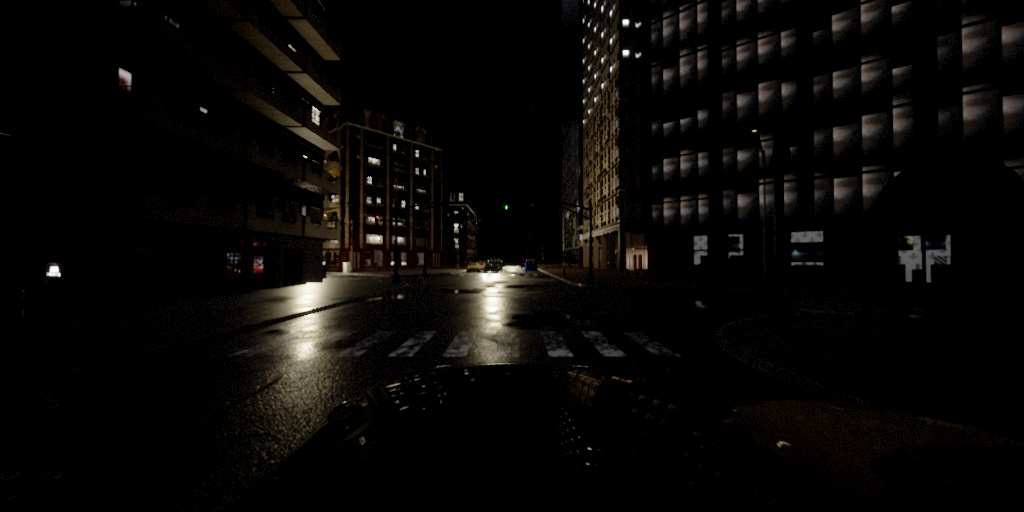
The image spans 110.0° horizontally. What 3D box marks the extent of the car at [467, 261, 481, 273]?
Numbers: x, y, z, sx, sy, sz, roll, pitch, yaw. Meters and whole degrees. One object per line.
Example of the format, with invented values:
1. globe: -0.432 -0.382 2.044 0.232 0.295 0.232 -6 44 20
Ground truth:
1. car: -5.269 1.565 49.682 1.751 1.417 4.829 0 0 0

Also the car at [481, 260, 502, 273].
1. car: -2.803 1.634 49.009 1.895 1.301 4.718 0 0 0

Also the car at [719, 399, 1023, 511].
1. car: 2.563 1.271 1.021 1.751 1.417 4.829 0 0 0

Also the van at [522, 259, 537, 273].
1. van: 2.611 1.380 49.843 1.690 1.789 3.998 0 0 0

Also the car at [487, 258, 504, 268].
1. car: -2.782 1.327 58.934 2.150 2.045 5.566 0 0 0
